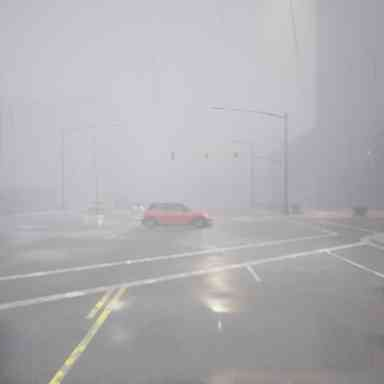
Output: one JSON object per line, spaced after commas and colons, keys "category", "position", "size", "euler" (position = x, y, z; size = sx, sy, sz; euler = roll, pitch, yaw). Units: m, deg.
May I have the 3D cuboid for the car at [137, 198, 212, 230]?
{"category": "car", "position": [-0.966, 1.459, 21.543], "size": [4.553, 1.767, 2.097], "euler": [0, 0, 0]}

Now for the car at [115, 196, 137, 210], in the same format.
{"category": "car", "position": [-10.637, 1.661, 52.192], "size": [2.150, 2.045, 5.566], "euler": [0, -1, 0]}

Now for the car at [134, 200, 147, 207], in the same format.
{"category": "car", "position": [-10.561, 2.266, 68.192], "size": [1.895, 1.301, 4.718], "euler": [0, -1, 0]}

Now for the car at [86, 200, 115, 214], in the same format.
{"category": "car", "position": [-10.631, 1.713, 38.276], "size": [1.882, 1.535, 5.008], "euler": [0, 0, 0]}
